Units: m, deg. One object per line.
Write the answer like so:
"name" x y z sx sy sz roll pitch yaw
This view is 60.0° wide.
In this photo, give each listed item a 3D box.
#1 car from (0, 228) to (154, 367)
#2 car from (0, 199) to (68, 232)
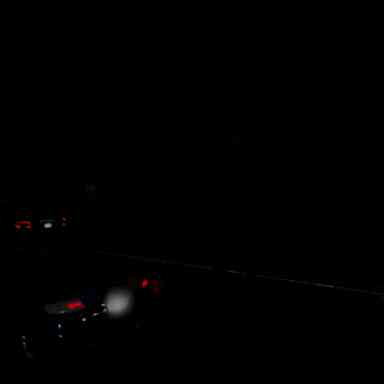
"car" -2.694 1.603 5.914 4.181 1.385 1.994 0 0 36
"car" -7.377 1.319 13.560 5.566 2.045 2.150 0 0 36
